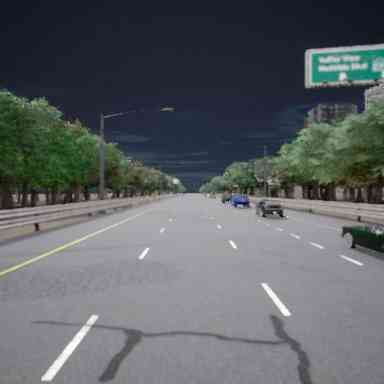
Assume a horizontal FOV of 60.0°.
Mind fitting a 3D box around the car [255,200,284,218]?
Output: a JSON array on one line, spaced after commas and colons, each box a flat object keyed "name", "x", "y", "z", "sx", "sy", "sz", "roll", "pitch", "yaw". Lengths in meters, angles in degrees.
[{"name": "car", "x": 7.018, "y": 1.511, "z": 30.558, "sx": 1.837, "sy": 1.490, "sz": 4.892, "roll": 0, "pitch": 0, "yaw": 0}]

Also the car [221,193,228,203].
[{"name": "car", "x": 7.041, "y": 1.242, "z": 66.837, "sx": 2.150, "sy": 2.045, "sz": 5.566, "roll": 0, "pitch": 0, "yaw": 0}]

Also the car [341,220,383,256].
[{"name": "car", "x": 7.005, "y": 1.604, "z": 11.500, "sx": 1.895, "sy": 1.301, "sz": 4.718, "roll": 0, "pitch": 0, "yaw": 0}]

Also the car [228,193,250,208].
[{"name": "car", "x": 7.029, "y": 1.251, "z": 48.780, "sx": 2.150, "sy": 2.045, "sz": 5.566, "roll": 0, "pitch": 0, "yaw": 0}]
